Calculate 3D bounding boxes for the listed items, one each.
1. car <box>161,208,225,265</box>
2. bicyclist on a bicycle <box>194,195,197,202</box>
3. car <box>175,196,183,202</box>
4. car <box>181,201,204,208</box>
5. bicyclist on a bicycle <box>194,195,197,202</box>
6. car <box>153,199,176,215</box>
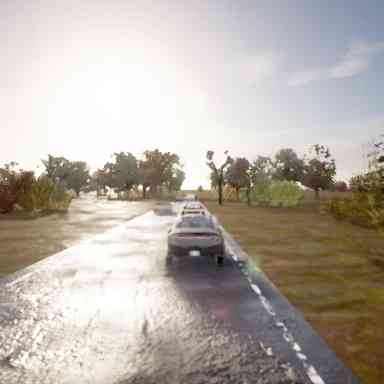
[{"bbox_3d":[0.088,1.534,11.857,2.128,1.511,4.902,0,0,0],"label":"car"},{"bbox_3d":[0.846,1.580,74.940,0.659,1.776,1.843,0,0,0],"label":"bicyclist on a bicycle"},{"bbox_3d":[-2.978,1.672,77.010,1.882,1.535,5.008,0,0,0],"label":"car"},{"bbox_3d":[0.101,1.696,28.902,1.895,1.301,4.718,0,0,0],"label":"car"},{"bbox_3d":[0.850,1.682,83.944,0.582,1.620,1.656,0,0,0],"label":"bicyclist on a bicycle"},{"bbox_3d":[-3.087,1.716,36.212,1.895,1.301,4.718,0,0,0],"label":"car"}]
